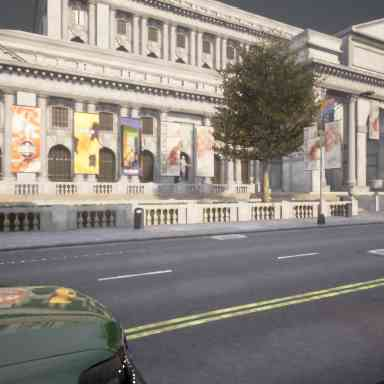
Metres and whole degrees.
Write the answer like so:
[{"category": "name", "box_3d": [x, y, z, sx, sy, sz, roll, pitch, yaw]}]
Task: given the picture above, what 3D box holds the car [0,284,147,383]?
[{"category": "car", "box_3d": [-2.905, 1.221, 1.492, 5.566, 2.045, 2.150, 0, 0, -37]}]
